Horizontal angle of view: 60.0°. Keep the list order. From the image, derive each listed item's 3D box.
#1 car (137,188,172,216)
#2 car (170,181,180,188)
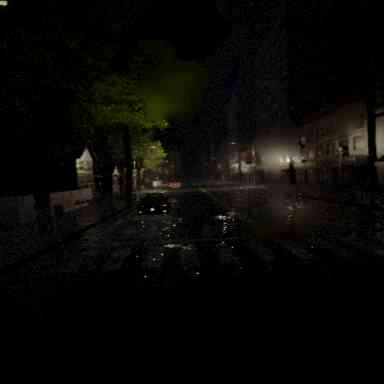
[{"bbox_3d":[-2.382,0.739,21.560,1.994,1.385,4.181,-3,3,-1],"label":"car"},{"bbox_3d":[-3.533,-1.637,70.441,2.097,1.767,4.553,-3,2,-1],"label":"car"}]
